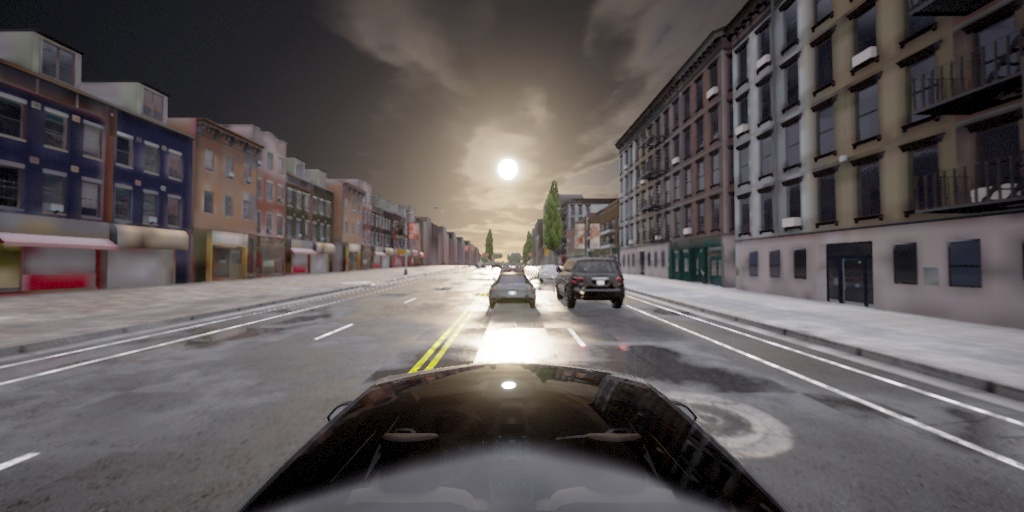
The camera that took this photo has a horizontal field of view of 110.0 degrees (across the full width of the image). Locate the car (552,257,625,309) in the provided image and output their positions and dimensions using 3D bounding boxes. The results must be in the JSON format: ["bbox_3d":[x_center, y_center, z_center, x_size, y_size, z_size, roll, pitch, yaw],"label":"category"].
[{"bbox_3d":[3.266,1.085,15.864,2.150,2.045,5.566,0,0,0],"label":"car"}]

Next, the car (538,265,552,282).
[{"bbox_3d":[3.286,1.479,31.211,1.812,1.442,4.674,0,0,0],"label":"car"}]

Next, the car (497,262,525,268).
[{"bbox_3d":[0.033,1.302,30.933,2.097,1.767,4.553,0,0,0],"label":"car"}]

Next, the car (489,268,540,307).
[{"bbox_3d":[0.020,1.434,16.116,1.994,1.385,4.181,0,0,0],"label":"car"}]
